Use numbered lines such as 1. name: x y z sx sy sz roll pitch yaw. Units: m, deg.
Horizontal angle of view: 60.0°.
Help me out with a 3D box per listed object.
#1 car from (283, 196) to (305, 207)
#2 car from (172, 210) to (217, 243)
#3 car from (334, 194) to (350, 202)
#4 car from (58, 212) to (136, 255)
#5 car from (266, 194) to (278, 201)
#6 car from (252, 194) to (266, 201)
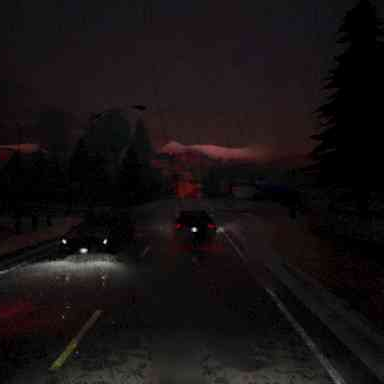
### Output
1. car: 13.956 1.304 46.485 1.845 1.501 3.633 0 0 0
2. car: 0.098 1.541 15.892 1.994 1.385 4.181 0 0 0
3. car: 29.110 1.223 64.749 1.845 1.501 3.633 0 0 0
4. car: -3.520 1.528 13.503 2.033 1.411 5.357 0 0 0
5. car: 17.341 1.223 72.539 2.152 1.636 5.027 0 0 0
6. car: 14.204 1.232 72.518 2.007 1.523 4.514 0 0 0
